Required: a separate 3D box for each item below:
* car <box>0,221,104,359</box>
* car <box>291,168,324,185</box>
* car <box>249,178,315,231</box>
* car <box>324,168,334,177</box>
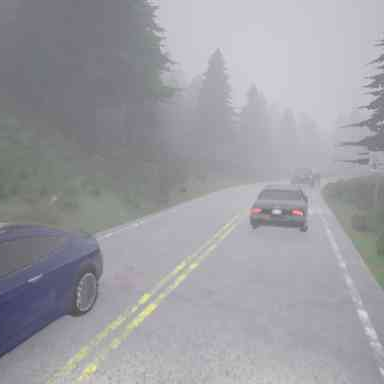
[{"bbox_3d":[-2.711,1.158,3.796,1.812,1.442,4.674,2,5,14],"label":"car"},{"bbox_3d":[10.801,-1.506,31.401,2.097,1.767,4.553,2,6,29],"label":"car"},{"bbox_3d":[3.346,0.438,12.388,2.033,1.411,5.357,2,6,18],"label":"car"},{"bbox_3d":[17.297,-2.492,44.564,4.674,1.442,1.812,-5,5,-40],"label":"car"}]
